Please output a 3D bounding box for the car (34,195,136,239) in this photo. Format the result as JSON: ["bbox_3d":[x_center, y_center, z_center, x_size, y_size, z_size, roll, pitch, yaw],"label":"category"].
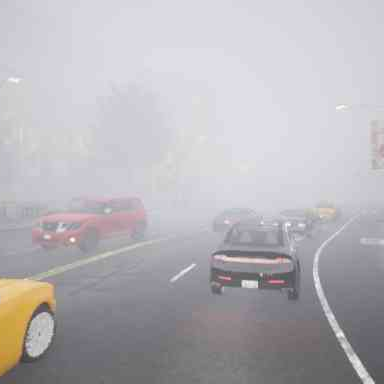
[{"bbox_3d":[-5.713,1.207,18.680,2.150,2.045,5.566,0,0,27],"label":"car"}]

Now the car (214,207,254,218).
[{"bbox_3d":[2.784,1.547,19.324,1.994,1.385,4.181,0,0,28],"label":"car"}]

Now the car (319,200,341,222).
[{"bbox_3d":[10.641,1.432,26.353,1.801,1.575,5.366,0,0,30],"label":"car"}]

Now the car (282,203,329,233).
[{"bbox_3d":[5.598,1.532,17.410,2.033,1.411,5.357,0,0,29],"label":"car"}]

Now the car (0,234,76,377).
[{"bbox_3d":[-3.078,1.475,2.898,1.882,1.535,5.008,0,0,6],"label":"car"}]

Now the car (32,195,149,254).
[{"bbox_3d":[-3.943,1.212,14.083,2.150,2.045,5.566,0,0,23],"label":"car"}]

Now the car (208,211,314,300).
[{"bbox_3d":[1.716,1.484,8.465,2.128,1.511,4.902,0,0,16],"label":"car"}]
